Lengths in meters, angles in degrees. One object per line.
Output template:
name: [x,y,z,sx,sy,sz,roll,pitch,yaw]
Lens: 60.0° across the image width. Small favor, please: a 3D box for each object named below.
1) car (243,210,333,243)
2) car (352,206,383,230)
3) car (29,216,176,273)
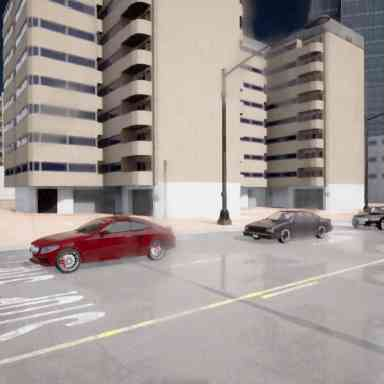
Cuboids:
car: [4.972,1.636,16.681,5.357,1.411,2.033,1,-1,-38]
car: [12.770,1.726,22.670,4.902,1.511,2.128,1,-1,-38]
car: [-2.687,1.529,10.779,4.674,1.442,1.812,0,0,-38]
